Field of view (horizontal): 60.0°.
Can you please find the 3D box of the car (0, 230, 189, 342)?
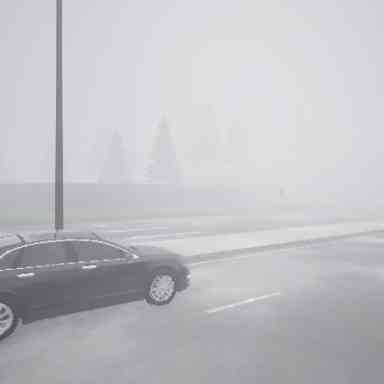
[{"bbox_3d":[-2.310,1.506,6.404,4.892,1.490,1.837,0,0,-35],"label":"car"}]
